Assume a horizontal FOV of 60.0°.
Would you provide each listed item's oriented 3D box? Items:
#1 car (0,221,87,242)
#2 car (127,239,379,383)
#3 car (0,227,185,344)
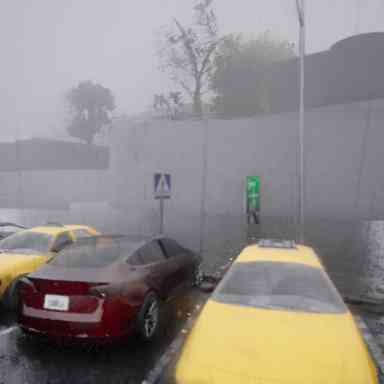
[{"bbox_3d":[-3.648,1.531,8.200,1.946,1.575,5.366,0,-1,16],"label":"car"},{"bbox_3d":[1.204,1.498,4.728,1.946,1.575,5.366,0,-1,16],"label":"car"},{"bbox_3d":[-1.170,1.550,6.672,2.163,1.488,4.792,0,-1,16],"label":"car"}]
